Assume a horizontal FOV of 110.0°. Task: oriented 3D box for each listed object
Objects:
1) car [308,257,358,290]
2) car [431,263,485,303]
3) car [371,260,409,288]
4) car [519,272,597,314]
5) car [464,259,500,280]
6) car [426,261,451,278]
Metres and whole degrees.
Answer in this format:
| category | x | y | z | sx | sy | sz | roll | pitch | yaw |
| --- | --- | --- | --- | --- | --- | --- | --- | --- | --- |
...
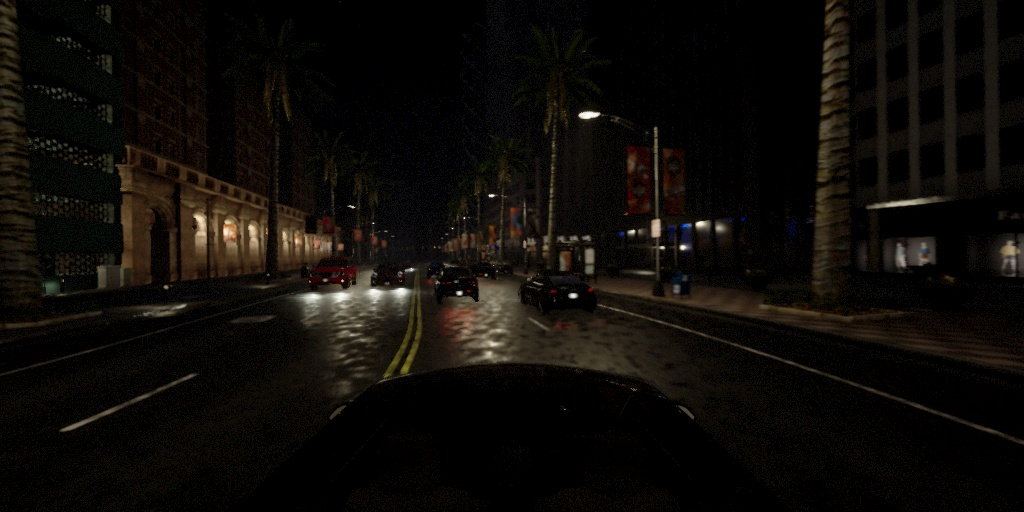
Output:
| category | x | y | z | sx | sy | sz | roll | pitch | yaw |
| --- | --- | --- | --- | --- | --- | --- | --- | --- | --- |
| car | -11.982 | 1.117 | 24.362 | 2.150 | 2.045 | 5.566 | -1 | 0 | -15 |
| car | -2.726 | 1.280 | 17.096 | 1.837 | 1.490 | 4.892 | -1 | 0 | -14 |
| car | -8.561 | 1.200 | 25.120 | 2.097 | 1.767 | 4.553 | -1 | 0 | -15 |
| car | 1.602 | 1.283 | 13.758 | 1.994 | 1.385 | 4.181 | -1 | 0 | -12 |
| car | -2.673 | 1.269 | 31.041 | 1.837 | 1.490 | 4.892 | -1 | 0 | -15 |
| car | -7.428 | 1.351 | 35.446 | 1.812 | 1.442 | 4.674 | -1 | 0 | -14 |
